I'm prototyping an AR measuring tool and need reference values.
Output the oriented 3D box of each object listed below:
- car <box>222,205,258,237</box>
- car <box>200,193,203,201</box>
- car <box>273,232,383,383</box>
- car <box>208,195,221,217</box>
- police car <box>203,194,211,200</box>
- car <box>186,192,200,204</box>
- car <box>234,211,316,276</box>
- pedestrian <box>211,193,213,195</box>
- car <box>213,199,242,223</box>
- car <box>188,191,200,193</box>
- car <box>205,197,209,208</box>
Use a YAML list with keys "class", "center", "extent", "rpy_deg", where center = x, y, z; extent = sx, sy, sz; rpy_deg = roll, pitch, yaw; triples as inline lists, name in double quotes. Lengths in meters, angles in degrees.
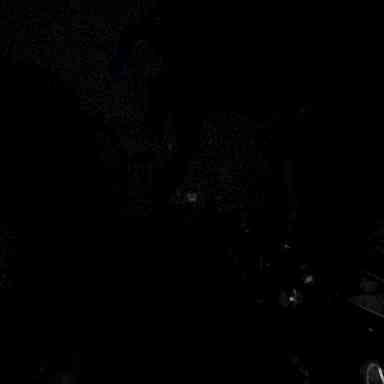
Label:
- class: "car"
  center: [2.620, 1.479, 15.461]
  extent: [1.802, 1.307, 4.206]
  rpy_deg: [-1, 0, 0]
- class: "car"
  center: [2.607, 1.153, 70.916]
  extent: [2.008, 1.369, 4.403]
  rpy_deg: [-1, 0, 0]
- class: "car"
  center: [2.622, 1.535, 4.369]
  extent: [1.947, 1.339, 4.313]
  rpy_deg: [-1, 0, 0]
- class: "car"
  center: [2.615, 1.270, 26.551]
  extent: [1.967, 1.590, 4.097]
  rpy_deg: [-1, 0, 0]
- class: "police car"
  center: [2.741, 1.170, 42.214]
  extent: [1.930, 1.638, 5.238]
  rpy_deg: [0, 0, 0]
- class: "car"
  center: [-0.005, 1.202, 55.636]
  extent: [1.812, 1.442, 4.674]
  rpy_deg: [0, 0, 0]
- class: "car"
  center: [2.621, 1.484, 9.915]
  extent: [2.008, 1.369, 4.403]
  rpy_deg: [-1, 0, 0]
- class: "pedestrian"
  center: [2.740, 1.023, 45.205]
  extent: [0.375, 1.860, 0.375]
  rpy_deg: [-1, 2, -10]
- class: "car"
  center: [2.618, 1.407, 21.006]
  extent: [1.887, 1.381, 4.507]
  rpy_deg: [-1, 0, 0]
- class: "car"
  center: [-0.014, 0.825, 67.600]
  extent: [2.150, 2.045, 5.566]
  rpy_deg: [0, 0, 0]
- class: "car"
  center: [2.616, 1.349, 32.097]
  extent: [2.008, 1.369, 4.403]
  rpy_deg: [-1, 0, 0]
